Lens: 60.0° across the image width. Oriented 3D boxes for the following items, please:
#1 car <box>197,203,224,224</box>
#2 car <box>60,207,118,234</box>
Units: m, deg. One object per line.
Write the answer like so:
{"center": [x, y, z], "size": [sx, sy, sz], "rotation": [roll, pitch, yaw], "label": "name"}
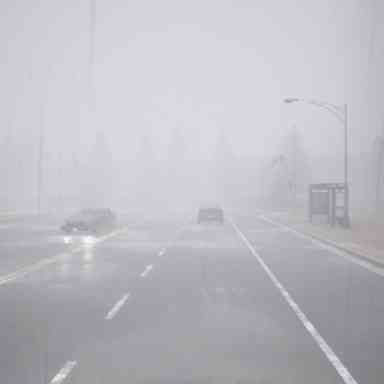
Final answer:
{"center": [1.441, 1.566, 25.844], "size": [1.882, 1.535, 5.008], "rotation": [0, 0, 3], "label": "car"}
{"center": [-6.029, 1.615, 20.259], "size": [2.033, 1.411, 5.357], "rotation": [0, 0, 4], "label": "car"}
